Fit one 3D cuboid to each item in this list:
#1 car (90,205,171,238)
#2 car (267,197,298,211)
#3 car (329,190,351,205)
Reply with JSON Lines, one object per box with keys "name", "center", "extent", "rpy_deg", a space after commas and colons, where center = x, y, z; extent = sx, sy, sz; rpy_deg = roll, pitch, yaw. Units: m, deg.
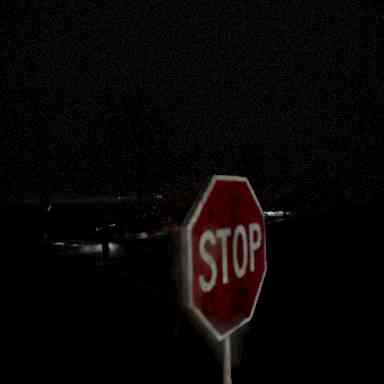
{"name": "car", "center": [-3.132, 1.508, 17.822], "extent": [1.837, 1.490, 4.892], "rpy_deg": [-2, -1, 35]}
{"name": "car", "center": [9.917, 1.293, 36.285], "extent": [2.033, 1.411, 5.357], "rpy_deg": [-2, -1, 35]}
{"name": "car", "center": [21.006, 0.712, 46.908], "extent": [2.150, 2.045, 5.566], "rpy_deg": [-2, -1, 35]}
